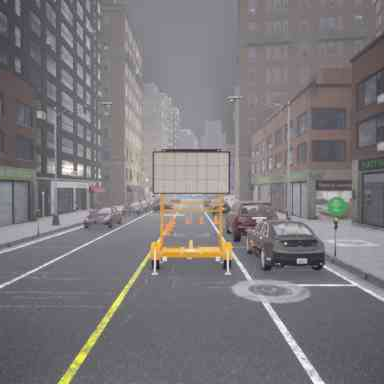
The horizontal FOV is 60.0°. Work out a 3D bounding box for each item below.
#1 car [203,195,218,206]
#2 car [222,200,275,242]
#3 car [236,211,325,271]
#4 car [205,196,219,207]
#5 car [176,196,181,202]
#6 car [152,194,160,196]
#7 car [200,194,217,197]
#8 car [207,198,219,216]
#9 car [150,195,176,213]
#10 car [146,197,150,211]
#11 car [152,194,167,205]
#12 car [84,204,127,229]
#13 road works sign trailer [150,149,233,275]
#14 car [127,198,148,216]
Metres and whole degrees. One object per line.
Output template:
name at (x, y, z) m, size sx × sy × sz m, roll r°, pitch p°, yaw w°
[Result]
car at (2.764, 1.544, 49.312) m, size 1.947 × 1.339 × 4.313 m, roll -1°, pitch 0°, yaw 0°
car at (2.819, 1.312, 16.274) m, size 2.192 × 1.841 × 5.009 m, roll -1°, pitch 0°, yaw 0°
car at (2.831, 1.549, 10.768) m, size 2.008 × 1.369 × 4.403 m, roll -1°, pitch 0°, yaw 0°
car at (2.783, 1.513, 38.469) m, size 1.752 × 1.417 × 4.829 m, roll -1°, pitch 0°, yaw 0°
car at (-3.110, 1.442, 61.484) m, size 1.882 × 1.535 × 5.008 m, roll 0°, pitch 0°, yaw 0°
car at (-5.753, 1.423, 43.781) m, size 1.967 × 1.590 × 4.097 m, roll -1°, pitch 0°, yaw 0°
car at (2.754, 1.538, 54.819) m, size 1.947 × 1.339 × 4.313 m, roll -1°, pitch 0°, yaw 0°
car at (2.792, 1.557, 32.793) m, size 1.947 × 1.339 × 4.313 m, roll -1°, pitch 0°, yaw 0°
car at (-3.165, 1.466, 36.890) m, size 1.882 × 1.535 × 5.008 m, roll 0°, pitch 0°, yaw 0°
car at (-5.742, 1.569, 38.273) m, size 1.802 × 1.307 × 4.206 m, roll -1°, pitch 0°, yaw 0°
car at (-5.784, 1.281, 60.304) m, size 2.192 × 1.841 × 5.009 m, roll -1°, pitch 0°, yaw 0°
car at (-5.713, 1.577, 21.750) m, size 1.802 × 1.307 × 4.206 m, roll -1°, pitch 0°, yaw 0°
road works sign trailer at (-0.019, 0.462, 10.444) m, size 2.380 × 3.560 × 2.880 m, roll 0°, pitch 0°, yaw 0°
car at (-5.733, 1.573, 32.765) m, size 1.802 × 1.307 × 4.206 m, roll -1°, pitch 0°, yaw 0°
